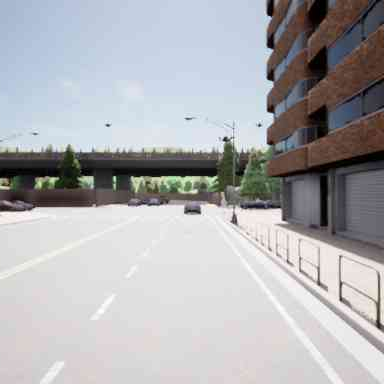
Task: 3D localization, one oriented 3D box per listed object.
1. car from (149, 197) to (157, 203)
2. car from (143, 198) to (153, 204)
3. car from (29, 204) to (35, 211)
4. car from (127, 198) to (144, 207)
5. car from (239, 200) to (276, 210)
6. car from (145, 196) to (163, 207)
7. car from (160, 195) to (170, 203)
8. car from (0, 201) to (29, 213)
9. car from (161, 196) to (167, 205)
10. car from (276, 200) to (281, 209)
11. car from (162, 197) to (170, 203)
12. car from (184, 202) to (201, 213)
[{"bbox_3d":[-10.593,2.165,90.438,1.812,1.442,4.674,0,0,0],"label":"car"},{"bbox_3d":[-10.567,2.092,80.113,1.812,1.442,4.674,0,0,0],"label":"car"},{"bbox_3d":[-22.941,1.817,43.490,4.181,1.385,1.994,0,0,0],"label":"car"},{"bbox_3d":[-10.607,1.963,61.675,1.812,1.442,4.674,0,0,0],"label":"car"},{"bbox_3d":[9.000,1.880,47.246,4.718,1.301,1.895,0,0,1],"label":"car"},{"bbox_3d":[-7.110,2.006,62.275,1.994,1.385,4.181,0,0,0],"label":"car"},{"bbox_3d":[-7.068,1.804,81.601,2.150,2.045,5.566,0,0,0],"label":"car"},{"bbox_3d":[-22.730,1.755,39.990,4.674,1.442,1.812,0,0,0],"label":"car"},{"bbox_3d":[-7.060,2.047,71.504,2.033,1.411,5.357,0,0,0],"label":"car"},{"bbox_3d":[12.177,1.851,50.597,5.357,1.411,2.033,0,0,2],"label":"car"},{"bbox_3d":[-7.103,2.200,91.441,1.994,1.385,4.181,0,0,0],"label":"car"},{"bbox_3d":[0.064,1.834,40.346,1.994,1.385,4.181,0,0,0],"label":"car"}]
